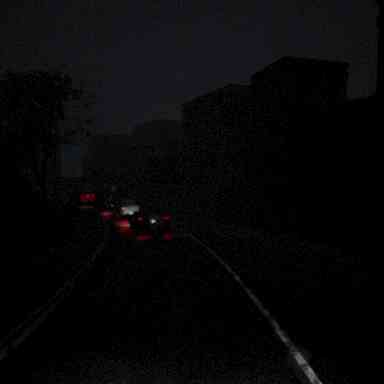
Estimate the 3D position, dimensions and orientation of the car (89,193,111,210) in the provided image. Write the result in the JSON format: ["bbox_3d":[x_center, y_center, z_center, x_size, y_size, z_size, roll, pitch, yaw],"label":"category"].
[{"bbox_3d":[-9.694,1.190,37.226,1.812,1.442,4.674,-3,3,-32],"label":"car"}]

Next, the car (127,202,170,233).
[{"bbox_3d":[-2.531,1.518,19.521,1.994,1.385,4.181,-1,0,-14],"label":"car"}]

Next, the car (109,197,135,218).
[{"bbox_3d":[-5.678,1.401,28.903,1.812,1.442,4.674,-2,2,-23],"label":"car"}]

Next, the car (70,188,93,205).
[{"bbox_3d":[-15.070,0.522,45.571,2.150,2.045,5.566,-3,4,-34],"label":"car"}]
